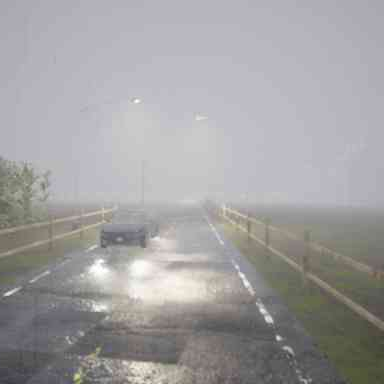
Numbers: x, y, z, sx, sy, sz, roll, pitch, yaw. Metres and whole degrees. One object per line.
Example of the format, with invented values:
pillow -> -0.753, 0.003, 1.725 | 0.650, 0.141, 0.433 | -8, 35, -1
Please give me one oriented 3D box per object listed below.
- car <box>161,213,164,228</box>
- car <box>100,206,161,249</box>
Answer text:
car -> -2.769, 1.635, 20.516 | 1.812, 1.442, 4.674 | 0, 0, 0
car -> -2.753, 1.565, 15.217 | 1.882, 1.535, 5.008 | 0, -1, 0
